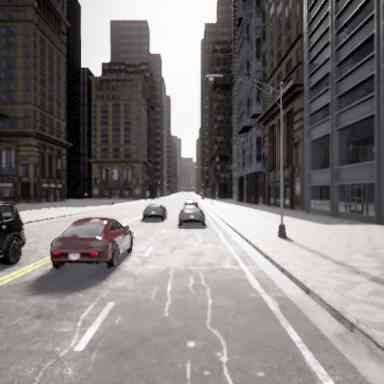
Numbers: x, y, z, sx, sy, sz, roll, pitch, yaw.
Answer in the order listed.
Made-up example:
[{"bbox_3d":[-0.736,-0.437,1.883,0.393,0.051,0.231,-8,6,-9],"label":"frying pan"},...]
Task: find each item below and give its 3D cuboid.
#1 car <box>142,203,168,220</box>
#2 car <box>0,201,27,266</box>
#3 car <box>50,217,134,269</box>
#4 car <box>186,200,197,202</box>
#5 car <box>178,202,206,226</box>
[{"bbox_3d":[-3.284,1.719,30.118,1.994,1.385,4.181,0,0,0],"label":"car"},{"bbox_3d":[-6.635,1.278,8.952,2.150,2.045,5.566,0,0,0],"label":"car"},{"bbox_3d":[-3.196,1.585,11.307,1.812,1.442,4.674,0,0,0],"label":"car"},{"bbox_3d":[-0.093,1.708,42.679,2.128,1.511,4.902,0,0,0],"label":"car"},{"bbox_3d":[-0.008,1.683,24.901,1.994,1.385,4.181,0,0,0],"label":"car"}]
